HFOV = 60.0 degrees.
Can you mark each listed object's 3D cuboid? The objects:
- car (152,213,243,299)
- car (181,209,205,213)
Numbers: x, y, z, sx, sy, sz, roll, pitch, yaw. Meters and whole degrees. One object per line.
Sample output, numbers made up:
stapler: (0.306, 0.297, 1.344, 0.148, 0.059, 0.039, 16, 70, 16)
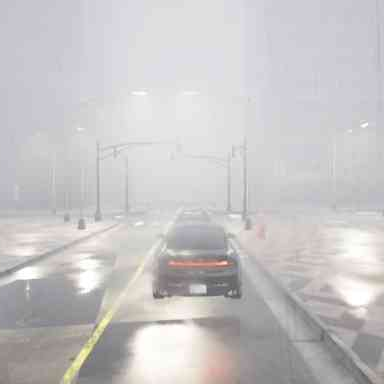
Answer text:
car: (0.101, 1.508, 8.437, 1.837, 1.490, 4.892, 0, 0, 0)
car: (0.061, 1.568, 17.340, 1.994, 1.385, 4.181, 0, 0, 1)
